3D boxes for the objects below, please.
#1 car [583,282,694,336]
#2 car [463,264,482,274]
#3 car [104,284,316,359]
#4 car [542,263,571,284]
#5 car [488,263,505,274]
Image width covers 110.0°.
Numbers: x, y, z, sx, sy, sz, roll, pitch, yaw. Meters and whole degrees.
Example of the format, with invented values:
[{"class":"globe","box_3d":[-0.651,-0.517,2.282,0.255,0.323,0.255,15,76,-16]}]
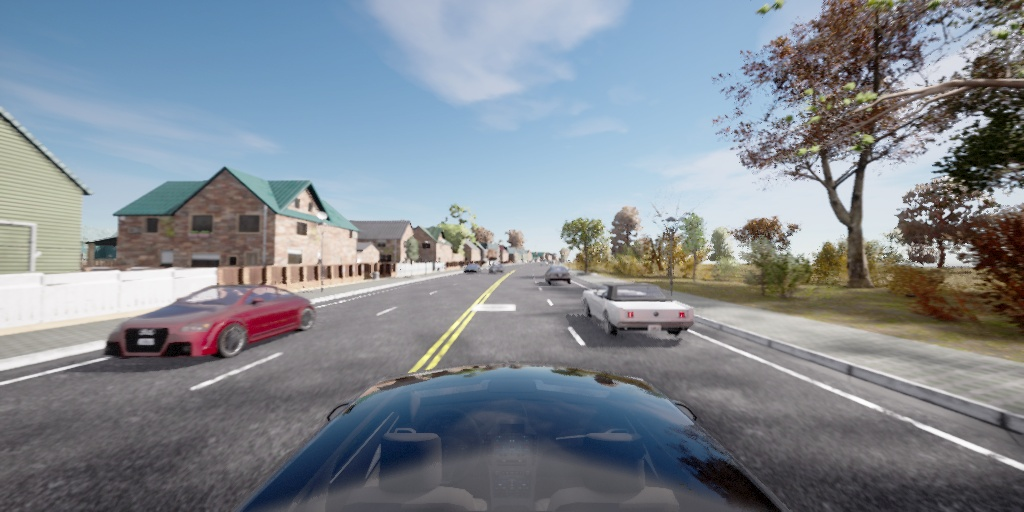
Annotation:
[{"class":"car","box_3d":[3.409,1.437,10.724,1.895,1.301,4.718,0,-1,1]},{"class":"car","box_3d":[-5.325,1.738,49.126,2.033,1.411,5.357,0,-1,3]},{"class":"car","box_3d":[-6.550,1.374,8.432,1.994,1.385,4.181,0,-1,1]},{"class":"car","box_3d":[3.815,1.561,30.149,2.033,1.411,5.357,0,0,2]},{"class":"car","box_3d":[-2.076,1.678,48.896,2.128,1.511,4.902,0,-1,3]}]
